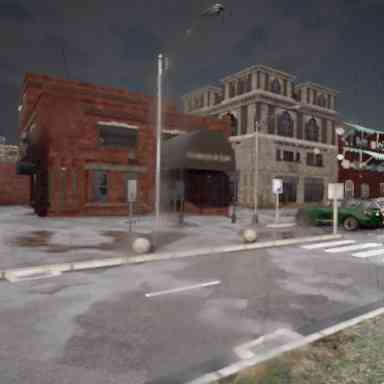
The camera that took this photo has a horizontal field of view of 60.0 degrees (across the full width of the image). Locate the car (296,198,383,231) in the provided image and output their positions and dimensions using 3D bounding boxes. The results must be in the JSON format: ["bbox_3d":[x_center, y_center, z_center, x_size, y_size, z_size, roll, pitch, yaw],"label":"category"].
[{"bbox_3d":[9.752,1.434,22.451,2.435,2.045,5.566,1,0,-35],"label":"car"}]
